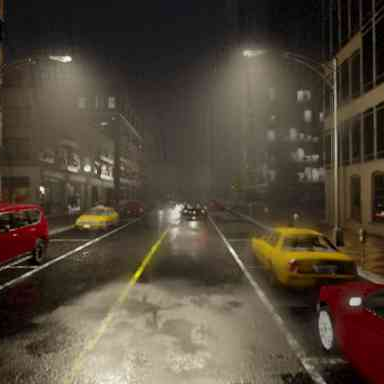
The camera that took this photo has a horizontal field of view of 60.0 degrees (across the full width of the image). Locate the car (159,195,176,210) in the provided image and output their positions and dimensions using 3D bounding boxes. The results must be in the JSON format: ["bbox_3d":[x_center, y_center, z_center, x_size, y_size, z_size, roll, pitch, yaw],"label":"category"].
[{"bbox_3d":[-3.016,1.491,41.684,1.837,1.490,4.892,0,0,0],"label":"car"}]

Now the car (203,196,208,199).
[{"bbox_3d":[2.750,1.530,43.049,1.887,1.381,4.507,1,0,0],"label":"car"}]

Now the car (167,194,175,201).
[{"bbox_3d":[-5.513,1.436,88.768,1.967,1.590,4.097,1,0,0],"label":"car"}]

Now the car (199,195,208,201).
[{"bbox_3d":[2.821,1.537,82.935,1.887,1.381,4.507,1,0,0],"label":"car"}]

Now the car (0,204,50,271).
[{"bbox_3d":[-5.653,1.311,9.003,2.192,1.841,5.009,1,0,0],"label":"car"}]

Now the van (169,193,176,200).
[{"bbox_3d":[-5.501,1.341,94.466,1.690,1.788,3.998,1,0,0],"label":"van"}]

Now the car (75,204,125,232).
[{"bbox_3d":[-5.637,1.517,20.228,1.752,1.417,4.829,1,0,0],"label":"car"}]

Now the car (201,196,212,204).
[{"bbox_3d":[2.791,1.529,65.842,1.887,1.381,4.507,1,0,0],"label":"car"}]

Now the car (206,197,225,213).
[{"bbox_3d":[2.739,1.569,37.351,1.802,1.307,4.206,1,0,0],"label":"car"}]

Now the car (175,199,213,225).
[{"bbox_3d":[0.144,1.482,23.877,2.128,1.511,4.902,0,0,0],"label":"car"}]

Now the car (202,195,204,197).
[{"bbox_3d":[2.761,1.510,48.919,1.752,1.417,4.829,1,0,0],"label":"car"}]

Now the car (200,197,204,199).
[{"bbox_3d":[0.173,1.587,41.465,1.895,1.301,4.718,0,0,0],"label":"car"}]

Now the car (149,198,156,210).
[{"bbox_3d":[-5.597,1.511,43.019,1.752,1.417,4.829,1,0,0],"label":"car"}]

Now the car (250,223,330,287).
[{"bbox_3d":[2.690,1.521,9.033,1.752,1.417,4.829,1,0,0],"label":"car"}]

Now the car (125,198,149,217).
[{"bbox_3d":[-5.617,1.533,31.793,1.887,1.381,4.507,1,0,0],"label":"car"}]

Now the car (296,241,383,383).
[{"bbox_3d":[2.679,1.543,3.165,1.887,1.381,4.507,1,0,0],"label":"car"}]

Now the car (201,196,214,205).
[{"bbox_3d":[2.781,1.535,60.144,2.008,1.369,4.403,1,0,0],"label":"car"}]
